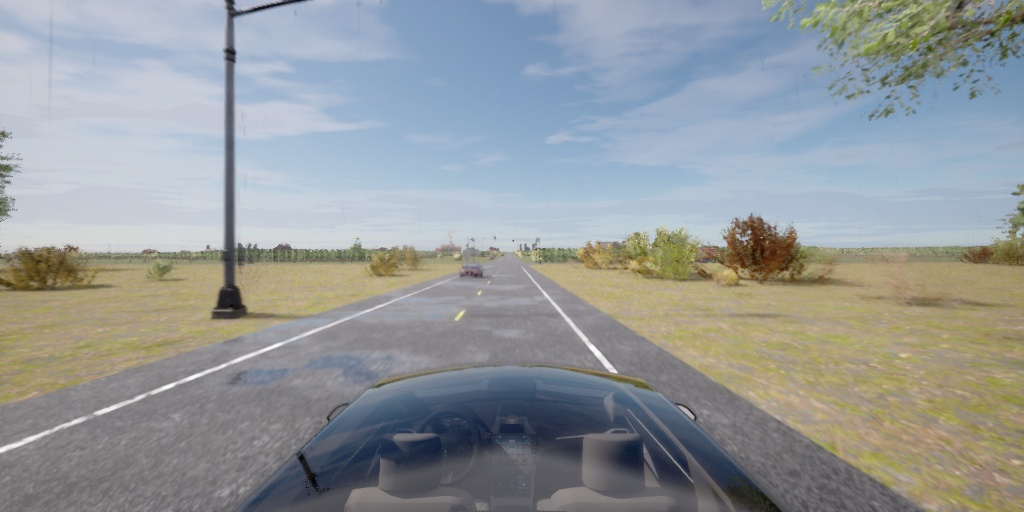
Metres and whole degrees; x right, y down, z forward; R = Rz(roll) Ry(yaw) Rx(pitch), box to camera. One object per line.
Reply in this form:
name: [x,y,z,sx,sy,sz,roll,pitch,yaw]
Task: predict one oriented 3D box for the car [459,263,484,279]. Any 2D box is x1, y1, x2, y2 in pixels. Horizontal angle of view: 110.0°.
car: [-3.589,1.296,32.546,1.994,1.385,4.181,0,0,0]
